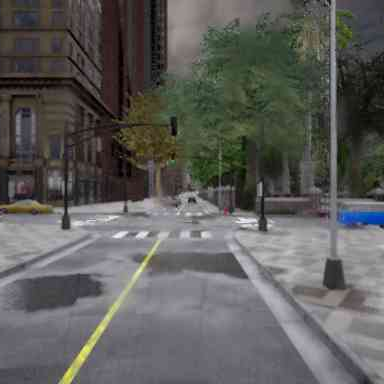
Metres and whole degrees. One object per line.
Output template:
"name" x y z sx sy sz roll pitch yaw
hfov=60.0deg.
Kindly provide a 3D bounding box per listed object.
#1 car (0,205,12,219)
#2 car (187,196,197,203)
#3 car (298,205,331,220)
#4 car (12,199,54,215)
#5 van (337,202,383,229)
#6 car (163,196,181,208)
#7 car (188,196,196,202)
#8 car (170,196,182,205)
"car" -15.035 1.305 22.100 4.829 1.417 1.752 1 -1 0
"car" 0.002 1.667 71.997 1.837 1.490 4.892 0 0 0
"car" 11.903 1.857 30.520 4.206 1.307 1.802 1 -1 0
"car" -15.352 1.349 30.626 4.829 1.417 1.752 1 -1 0
"van" 11.885 1.566 22.000 3.998 1.788 1.690 1 -1 0
"car" -3.069 1.433 48.406 2.097 1.767 4.553 0 0 0
"car" 0.003 1.657 82.032 1.994 1.385 4.181 0 0 0
"car" -3.018 1.626 63.776 2.128 1.511 4.902 0 0 0
